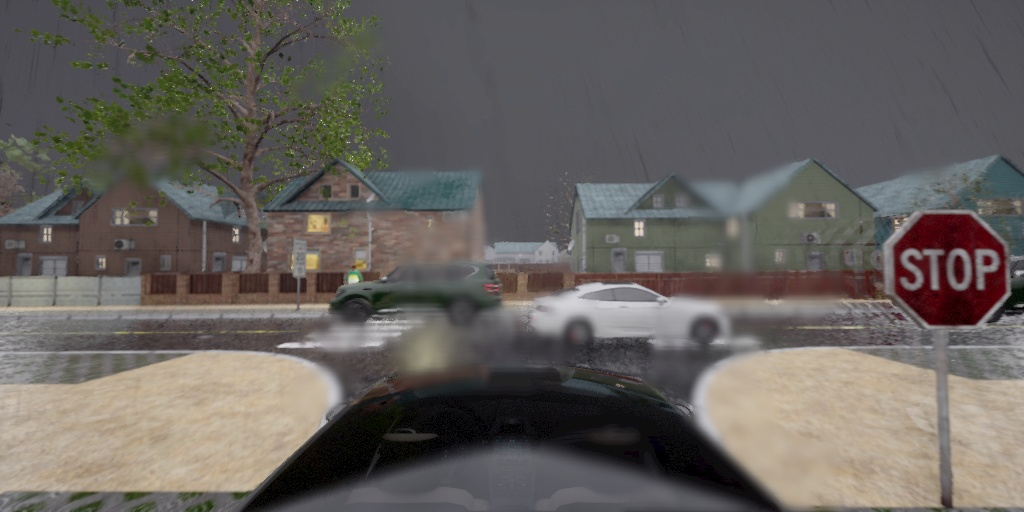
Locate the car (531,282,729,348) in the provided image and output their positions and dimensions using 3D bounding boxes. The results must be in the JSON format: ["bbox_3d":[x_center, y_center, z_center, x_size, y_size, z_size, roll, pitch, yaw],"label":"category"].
[{"bbox_3d":[2.819,1.367,8.990,4.674,1.442,1.812,-1,-2,1],"label":"car"}]

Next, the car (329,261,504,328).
[{"bbox_3d":[-3.052,1.223,12.054,5.566,2.045,2.150,-1,-2,1],"label":"car"}]

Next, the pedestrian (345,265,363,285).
[{"bbox_3d":[-6.650,1.294,15.031,0.375,1.860,0.375,0,-2,1],"label":"pedestrian"}]

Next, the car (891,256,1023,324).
[{"bbox_3d":[15.976,1.029,11.731,5.566,2.045,2.150,0,-2,1],"label":"car"}]
